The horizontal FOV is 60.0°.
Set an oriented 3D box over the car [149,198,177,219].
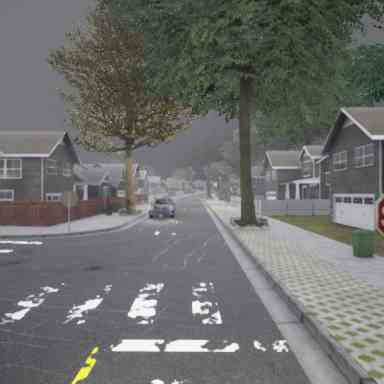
[{"bbox_3d":[-2.460,1.312,28.826,2.097,1.767,4.553,0,0,1],"label":"car"}]
